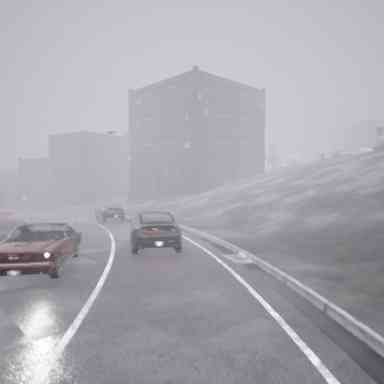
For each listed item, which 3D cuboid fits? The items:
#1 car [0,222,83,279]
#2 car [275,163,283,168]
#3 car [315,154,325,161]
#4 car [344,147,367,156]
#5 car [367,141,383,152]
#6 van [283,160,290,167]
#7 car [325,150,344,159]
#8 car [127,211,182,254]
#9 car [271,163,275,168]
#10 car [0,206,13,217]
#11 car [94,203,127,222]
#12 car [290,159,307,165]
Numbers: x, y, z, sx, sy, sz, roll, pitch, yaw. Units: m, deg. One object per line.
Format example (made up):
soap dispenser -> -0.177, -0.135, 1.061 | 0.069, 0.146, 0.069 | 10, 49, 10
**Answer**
car -> -4.596, 1.630, 10.062 | 1.895, 1.301, 4.718 | 0, 0, -10
car -> 20.886, -5.619, 74.873 | 2.002, 1.452, 4.674 | 0, 1, -1
car -> 21.297, -5.291, 52.821 | 2.185, 1.767, 4.553 | 0, 1, -1
car -> 21.506, -4.848, 41.634 | 2.002, 1.452, 4.674 | 0, 1, -1
car -> 21.608, -4.876, 36.139 | 2.185, 1.767, 4.553 | 0, 1, -1
van -> 20.991, -5.766, 69.227 | 1.878, 1.987, 4.442 | 0, 1, -1
car -> 21.400, -5.156, 47.303 | 2.185, 1.767, 4.553 | 0, 1, -1
car -> -1.603, 1.529, 13.724 | 1.837, 1.490, 4.892 | 0, 0, -12
car -> 20.783, -6.020, 80.353 | 2.435, 2.045, 5.566 | 0, 1, -1
car -> -27.282, 2.708, 46.961 | 4.553, 1.767, 2.097 | -4, -1, 37
car -> -7.298, 1.767, 29.197 | 1.837, 1.490, 4.892 | -1, -1, -27
car -> 21.091, -5.421, 63.836 | 2.231, 1.521, 4.892 | 0, 1, -1
